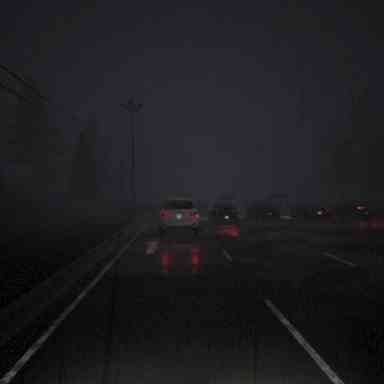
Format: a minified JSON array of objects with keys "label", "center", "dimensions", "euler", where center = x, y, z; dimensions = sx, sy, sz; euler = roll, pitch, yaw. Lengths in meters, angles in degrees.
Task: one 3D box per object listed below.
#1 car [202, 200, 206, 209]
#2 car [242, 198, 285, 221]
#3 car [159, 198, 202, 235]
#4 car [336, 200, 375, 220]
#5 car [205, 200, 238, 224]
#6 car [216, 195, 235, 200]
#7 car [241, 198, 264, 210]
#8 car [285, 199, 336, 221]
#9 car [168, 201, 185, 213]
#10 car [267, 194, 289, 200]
[{"label":"car","center":[1.238,1.790,45.672],"dimensions":[2.033,1.411,5.357],"euler":[-1,0,-3]},{"label":"car","center":[5.791,1.522,27.698],"dimensions":[1.882,1.535,5.008],"euler":[-1,0,-3]},{"label":"car","center":[-0.824,1.358,20.186],"dimensions":[2.150,2.045,5.566],"euler":[-1,0,-3]},{"label":"car","center":[12.831,1.387,27.106],"dimensions":[2.128,1.511,4.902],"euler":[-1,-1,-3]},{"label":"car","center":[2.364,1.608,26.254],"dimensions":[1.837,1.490,4.892],"euler":[-1,-1,-3]},{"label":"car","center":[4.682,1.402,46.735],"dimensions":[2.150,2.045,5.566],"euler":[-1,0,-3]},{"label":"car","center":[8.240,1.648,45.865],"dimensions":[2.033,1.411,5.357],"euler":[-1,0,-3]},{"label":"car","center":[9.352,1.528,26.650],"dimensions":[1.994,1.385,4.181],"euler":[-1,0,-3]},{"label":"car","center":[-1.965,1.850,41.819],"dimensions":[1.994,1.385,4.181],"euler":[-1,0,-3]},{"label":"car","center":[11.737,1.252,45.838],"dimensions":[2.150,2.045,5.566],"euler":[-1,0,-3]}]
